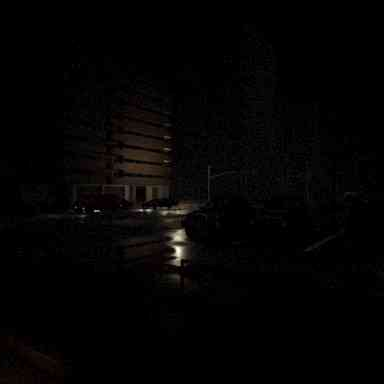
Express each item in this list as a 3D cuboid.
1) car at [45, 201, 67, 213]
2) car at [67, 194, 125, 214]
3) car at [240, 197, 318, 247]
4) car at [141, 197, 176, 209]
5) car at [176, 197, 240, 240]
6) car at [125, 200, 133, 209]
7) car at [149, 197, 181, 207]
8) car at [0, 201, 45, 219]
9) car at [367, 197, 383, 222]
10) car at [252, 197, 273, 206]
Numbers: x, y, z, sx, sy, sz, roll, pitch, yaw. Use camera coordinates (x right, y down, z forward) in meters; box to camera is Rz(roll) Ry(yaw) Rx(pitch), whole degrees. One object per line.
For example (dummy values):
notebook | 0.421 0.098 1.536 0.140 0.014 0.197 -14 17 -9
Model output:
car | -15.364 1.601 35.121 1.895 1.301 4.718 0 0 34
car | -10.343 1.222 36.319 2.150 2.045 5.566 0 0 34
car | 3.874 1.156 14.361 1.905 1.878 3.866 0 0 34
car | -4.535 1.547 44.957 2.033 1.411 5.357 0 0 34
car | 1.507 1.153 16.027 1.932 1.855 4.605 0 0 34
car | -9.990 1.547 43.126 2.033 1.411 5.357 0 0 34
car | -4.129 1.548 51.789 2.033 1.411 5.357 0 0 34
car | -15.447 1.564 28.718 1.994 1.385 4.181 0 0 34
car | 15.898 1.395 27.316 1.970 1.475 3.806 0 0 34
car | 12.051 1.526 56.779 1.812 1.442 4.674 0 0 34
